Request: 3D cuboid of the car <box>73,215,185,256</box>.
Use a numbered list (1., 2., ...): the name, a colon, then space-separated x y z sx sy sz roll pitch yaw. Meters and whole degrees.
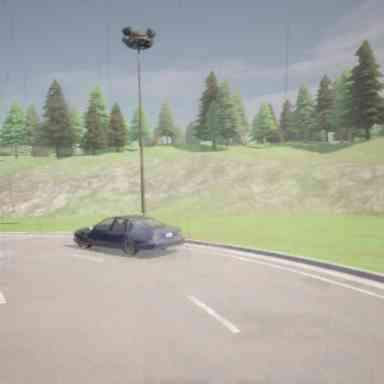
1. car: -2.755 1.669 13.679 5.357 1.411 2.033 -2 0 40
